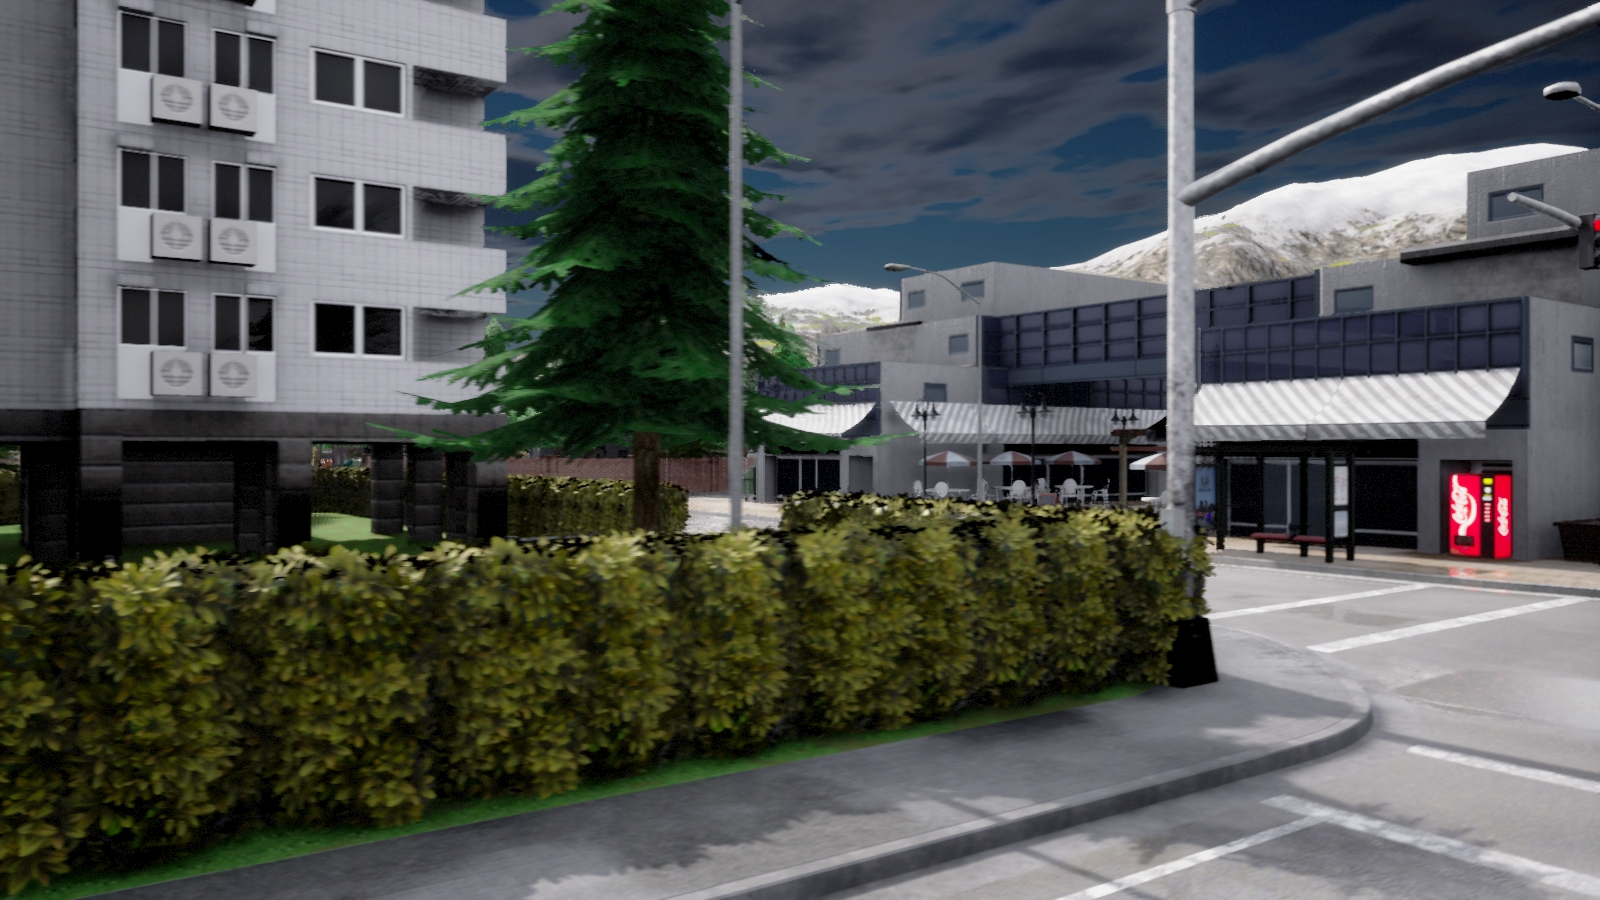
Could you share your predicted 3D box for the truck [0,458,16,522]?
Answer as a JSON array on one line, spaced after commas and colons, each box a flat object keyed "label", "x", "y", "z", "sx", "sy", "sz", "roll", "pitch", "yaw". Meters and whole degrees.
[{"label": "truck", "x": -33.076, "y": 1.547, "z": 43.169, "sx": 2.627, "sy": 2.467, "sz": 5.204, "roll": 0, "pitch": 0, "yaw": 40}]
